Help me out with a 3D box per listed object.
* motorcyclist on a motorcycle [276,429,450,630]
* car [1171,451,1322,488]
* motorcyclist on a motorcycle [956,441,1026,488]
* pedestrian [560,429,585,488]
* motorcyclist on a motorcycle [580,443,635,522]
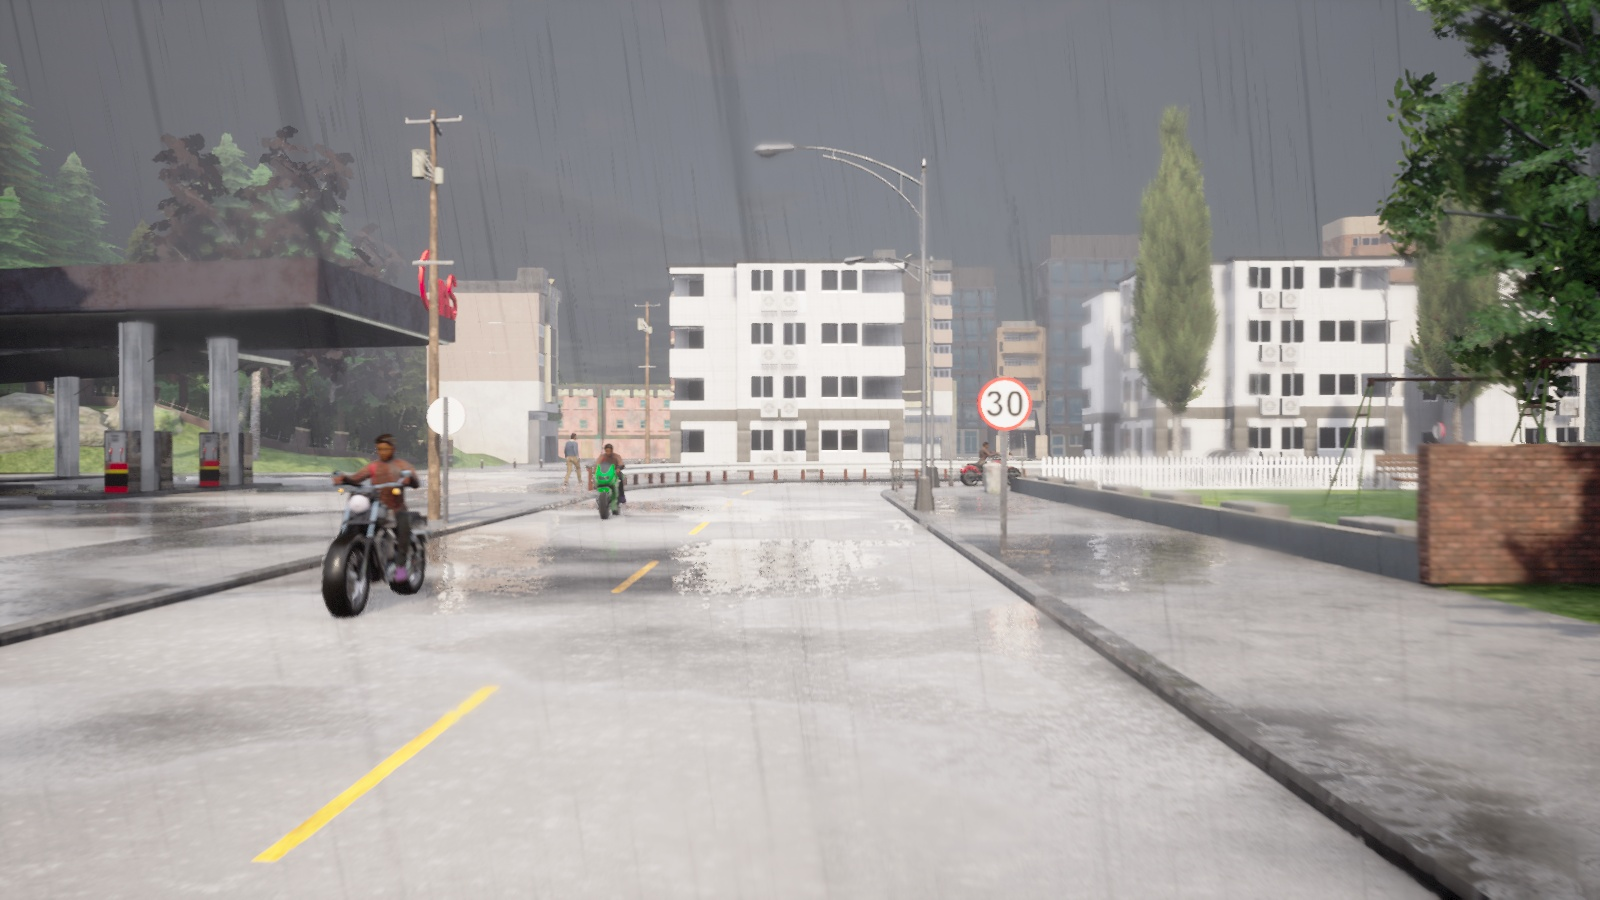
[{"bbox_3d":[-3.920,0.647,11.505,0.766,1.649,2.350,0,0,0],"label":"motorcyclist on a motorcycle"},{"bbox_3d":[15.923,0.676,44.946,4.718,1.301,1.895,0,0,1],"label":"car"},{"bbox_3d":[6.797,0.521,44.598,2.350,1.649,0.766,0,0,-18],"label":"motorcyclist on a motorcycle"},{"bbox_3d":[-7.580,0.279,41.906,0.423,1.949,0.788,0,0,27],"label":"pedestrian"},{"bbox_3d":[-3.845,0.623,25.220,0.797,1.523,2.044,0,0,0],"label":"motorcyclist on a motorcycle"}]
